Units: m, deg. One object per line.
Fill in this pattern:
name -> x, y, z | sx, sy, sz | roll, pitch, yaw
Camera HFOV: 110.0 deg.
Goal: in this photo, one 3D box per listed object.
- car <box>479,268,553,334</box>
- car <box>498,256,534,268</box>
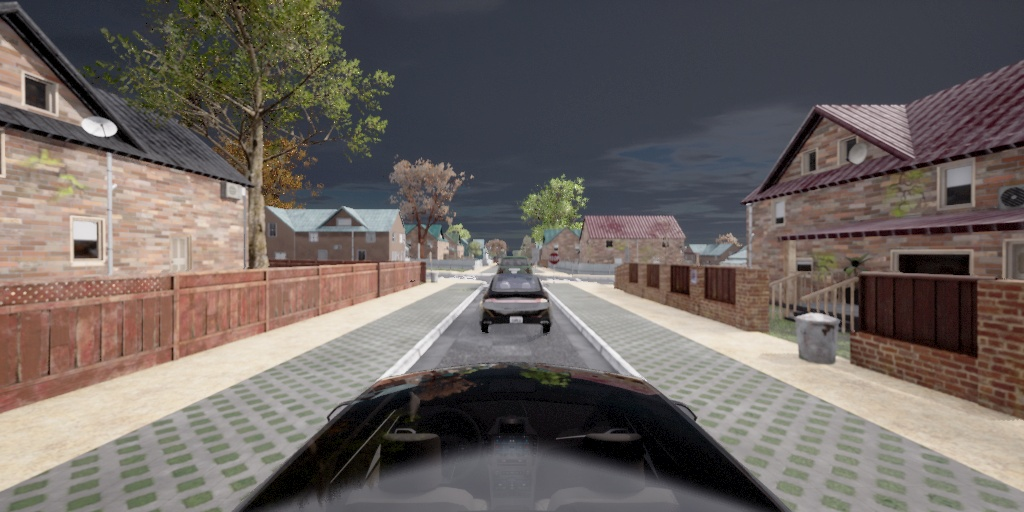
car -> 0.105, 1.271, 10.749 | 2.128, 1.511, 4.902 | 0, 0, 0
car -> 0.231, 1.046, 23.300 | 2.150, 2.045, 5.566 | 0, 0, 2
